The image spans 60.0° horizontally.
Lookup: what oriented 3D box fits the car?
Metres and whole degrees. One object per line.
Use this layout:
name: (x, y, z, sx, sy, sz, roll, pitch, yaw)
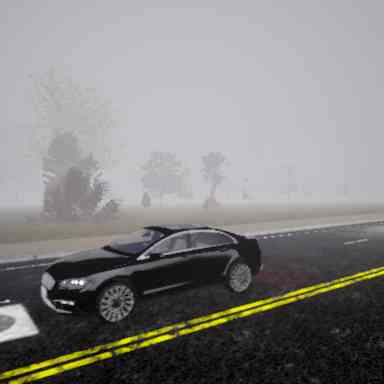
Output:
car: (-0.588, 1.481, 7.240, 4.902, 1.511, 2.128, 0, 0, -35)
